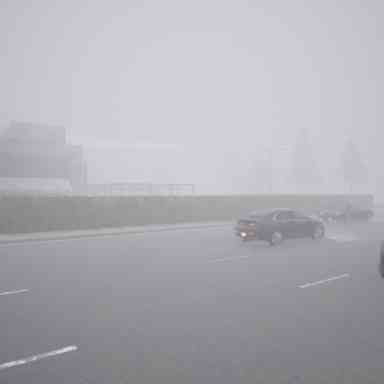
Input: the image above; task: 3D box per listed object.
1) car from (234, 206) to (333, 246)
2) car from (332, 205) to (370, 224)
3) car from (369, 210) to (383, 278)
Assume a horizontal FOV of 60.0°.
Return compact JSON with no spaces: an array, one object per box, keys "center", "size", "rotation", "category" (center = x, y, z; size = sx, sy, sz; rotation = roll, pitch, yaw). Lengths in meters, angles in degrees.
[{"center":[4.111,1.504,15.268],"size":[4.892,1.490,1.837],"rotation":[0,0,-35],"category":"car"},{"center":[11.592,1.600,24.895],"size":[4.718,1.301,1.895],"rotation":[0,0,-36],"category":"car"},{"center":[6.894,1.352,8.656],"size":[4.553,1.767,2.097],"rotation":[0,0,-35],"category":"car"}]
